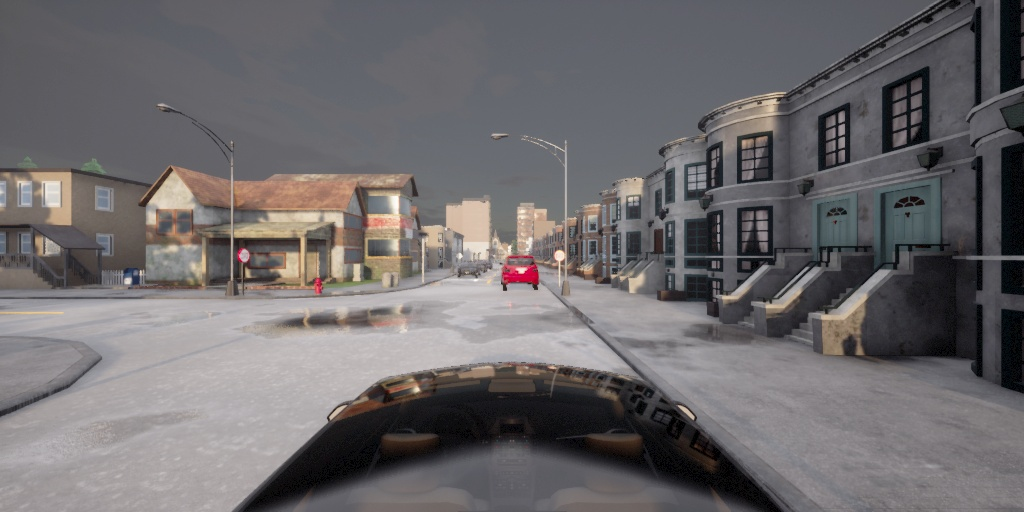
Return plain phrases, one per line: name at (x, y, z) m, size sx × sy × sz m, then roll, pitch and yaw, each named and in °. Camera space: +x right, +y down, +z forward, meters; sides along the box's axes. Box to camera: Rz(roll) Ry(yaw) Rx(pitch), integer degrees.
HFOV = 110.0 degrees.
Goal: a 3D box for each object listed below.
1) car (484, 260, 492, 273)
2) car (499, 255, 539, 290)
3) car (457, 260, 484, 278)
car at (-3.993, 1.241, 43.563) m, size 2.128 × 1.511 × 4.902 m, roll 0°, pitch 0°, yaw 0°
car at (0.395, 0.973, 22.860) m, size 2.150 × 2.045 × 5.566 m, roll 0°, pitch 0°, yaw -3°
car at (-4.025, 1.255, 34.189) m, size 1.837 × 1.490 × 4.892 m, roll 0°, pitch 0°, yaw 0°
